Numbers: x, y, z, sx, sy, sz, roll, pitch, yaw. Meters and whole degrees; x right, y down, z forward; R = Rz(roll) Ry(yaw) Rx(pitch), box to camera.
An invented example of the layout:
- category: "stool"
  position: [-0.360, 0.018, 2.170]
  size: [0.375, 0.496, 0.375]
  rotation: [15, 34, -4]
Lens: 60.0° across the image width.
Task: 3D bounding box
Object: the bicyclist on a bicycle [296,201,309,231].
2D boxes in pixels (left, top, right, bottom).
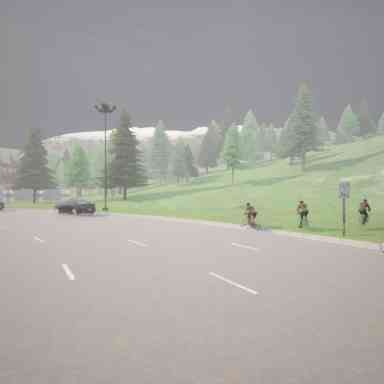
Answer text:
- category: "bicyclist on a bicycle"
  position: [6.113, 1.298, 18.334]
  size: [0.582, 1.620, 1.656]
  rotation: [0, -2, -1]

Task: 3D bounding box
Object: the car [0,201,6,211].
- category: "car"
  position: [-24.335, 1.526, 39.651]
  size: [4.674, 1.442, 1.812]
  rotation: [0, 0, 23]

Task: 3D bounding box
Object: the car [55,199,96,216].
- category: "car"
  position: [-11.498, 1.478, 32.566]
  size: [5.008, 1.535, 1.882]
  rotation: [0, 0, 38]

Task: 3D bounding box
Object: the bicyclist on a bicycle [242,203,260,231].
- category: "bicyclist on a bicycle"
  position: [3.394, 1.454, 19.367]
  size: [0.582, 1.620, 1.656]
  rotation: [0, -2, -29]

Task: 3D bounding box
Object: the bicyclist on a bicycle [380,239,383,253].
- category: "bicyclist on a bicycle"
  position: [6.972, 1.452, 11.014]
  size: [0.582, 1.620, 1.656]
  rotation: [0, 2, -20]

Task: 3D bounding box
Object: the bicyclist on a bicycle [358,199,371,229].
- category: "bicyclist on a bicycle"
  position: [9.530, 1.224, 18.424]
  size: [1.656, 1.620, 0.582]
  rotation: [-2, 2, -43]
